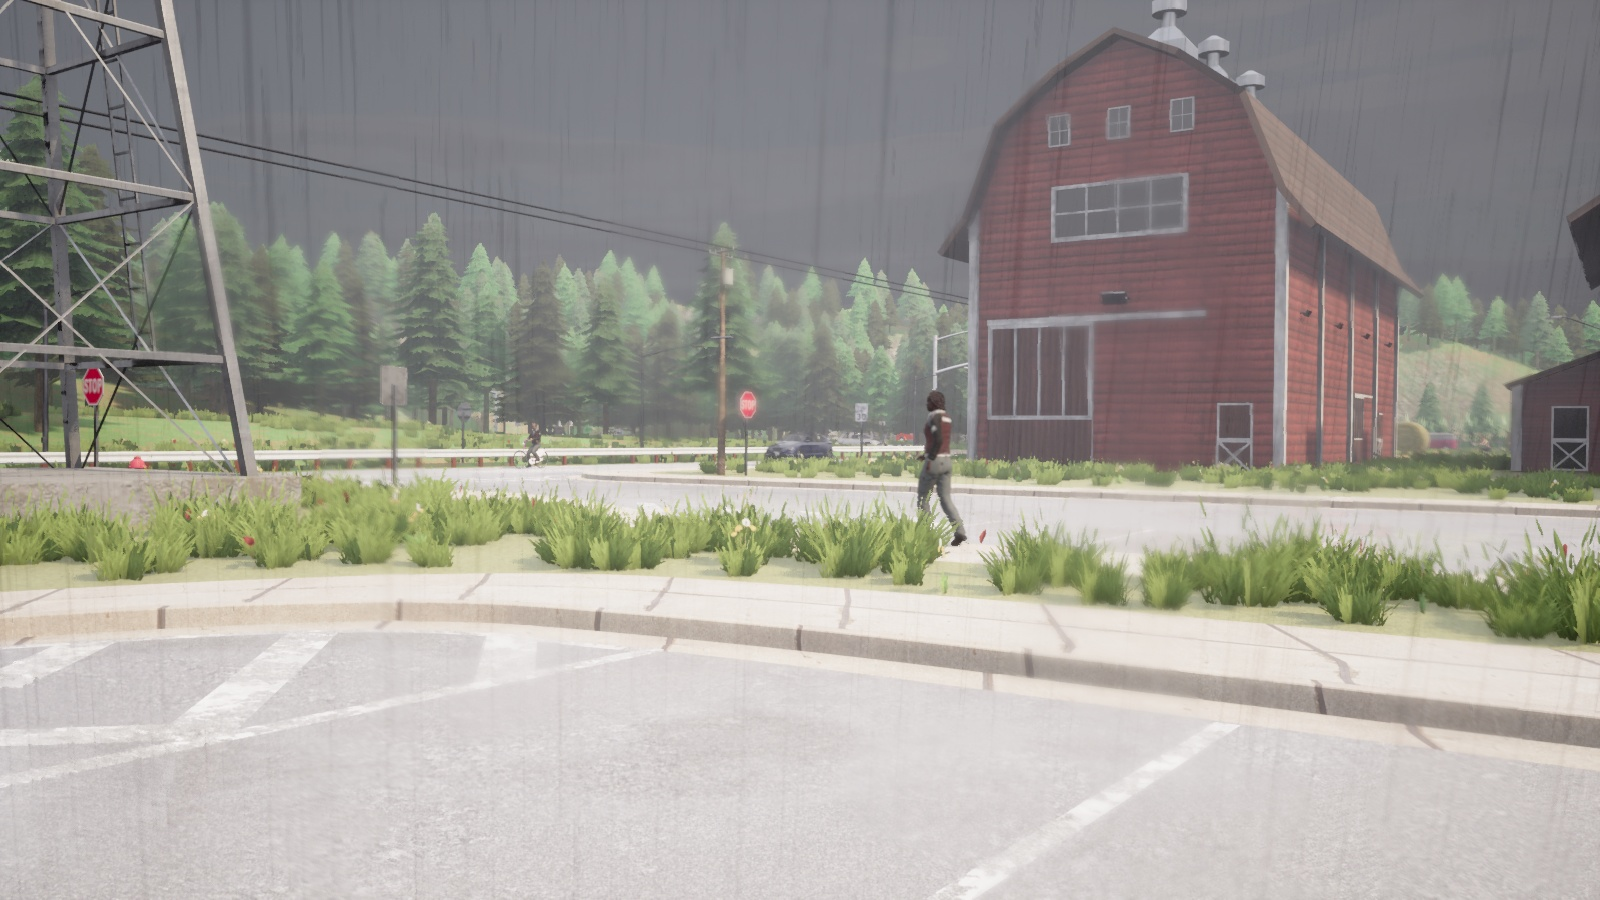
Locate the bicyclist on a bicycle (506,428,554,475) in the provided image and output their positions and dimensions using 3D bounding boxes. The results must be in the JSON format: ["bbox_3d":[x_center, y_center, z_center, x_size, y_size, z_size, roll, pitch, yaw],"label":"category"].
[{"bbox_3d":[-10.356,0.037,48.266,0.659,1.776,1.843,0,1,34],"label":"bicyclist on a bicycle"}]

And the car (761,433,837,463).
[{"bbox_3d":[-0.008,-0.122,63.508,1.816,1.474,4.193,0,1,34],"label":"car"}]

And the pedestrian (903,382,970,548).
[{"bbox_3d":[1.623,0.168,14.939,0.666,1.930,0.402,0,1,41],"label":"pedestrian"}]

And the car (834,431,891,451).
[{"bbox_3d":[4.681,-0.656,94.008,3.806,1.475,1.970,0,1,34],"label":"car"}]
